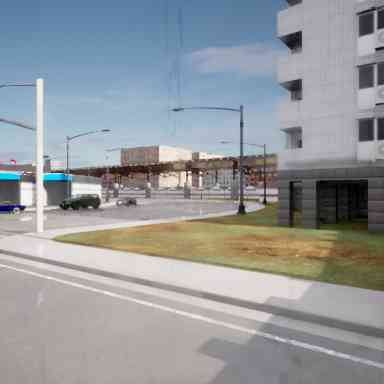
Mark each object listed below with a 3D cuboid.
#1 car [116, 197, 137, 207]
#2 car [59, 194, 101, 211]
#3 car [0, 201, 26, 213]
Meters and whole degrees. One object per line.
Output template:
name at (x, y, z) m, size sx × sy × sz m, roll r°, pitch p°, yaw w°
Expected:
car at (-10.205, 1.492, 51.970) m, size 2.128 × 1.511 × 4.902 m, roll 0°, pitch 0°, yaw 14°
car at (-14.061, 1.221, 42.249) m, size 2.150 × 2.045 × 5.566 m, roll 0°, pitch 0°, yaw 29°
car at (-19.701, 1.601, 33.931) m, size 1.895 × 1.301 × 4.718 m, roll 0°, pitch 0°, yaw 37°
